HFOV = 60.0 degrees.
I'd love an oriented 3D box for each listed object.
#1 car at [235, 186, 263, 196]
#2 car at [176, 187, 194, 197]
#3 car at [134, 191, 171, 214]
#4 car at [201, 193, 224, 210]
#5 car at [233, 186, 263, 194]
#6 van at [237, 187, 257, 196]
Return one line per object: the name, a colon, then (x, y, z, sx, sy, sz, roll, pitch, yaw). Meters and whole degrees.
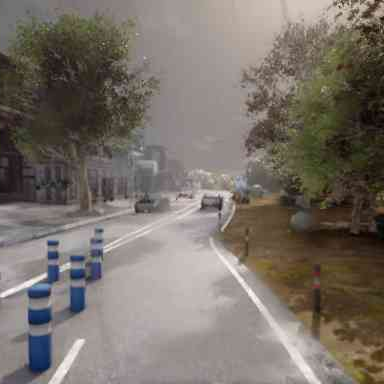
car: (12.748, -0.169, 74.276, 5.566, 2.045, 2.435, 1, 0, -14)
car: (-0.814, 0.049, 43.201, 2.097, 1.767, 4.553, 0, 2, 8)
car: (-3.109, 0.764, 26.846, 2.097, 1.767, 4.553, 0, 2, 8)
car: (1.896, 0.791, 30.661, 2.128, 1.511, 4.902, 0, 2, 8)
car: (12.494, -0.167, 71.359, 5.566, 2.045, 2.435, 1, 0, -14)
van: (13.796, -0.147, 83.156, 4.442, 1.987, 1.878, 1, 0, -14)
